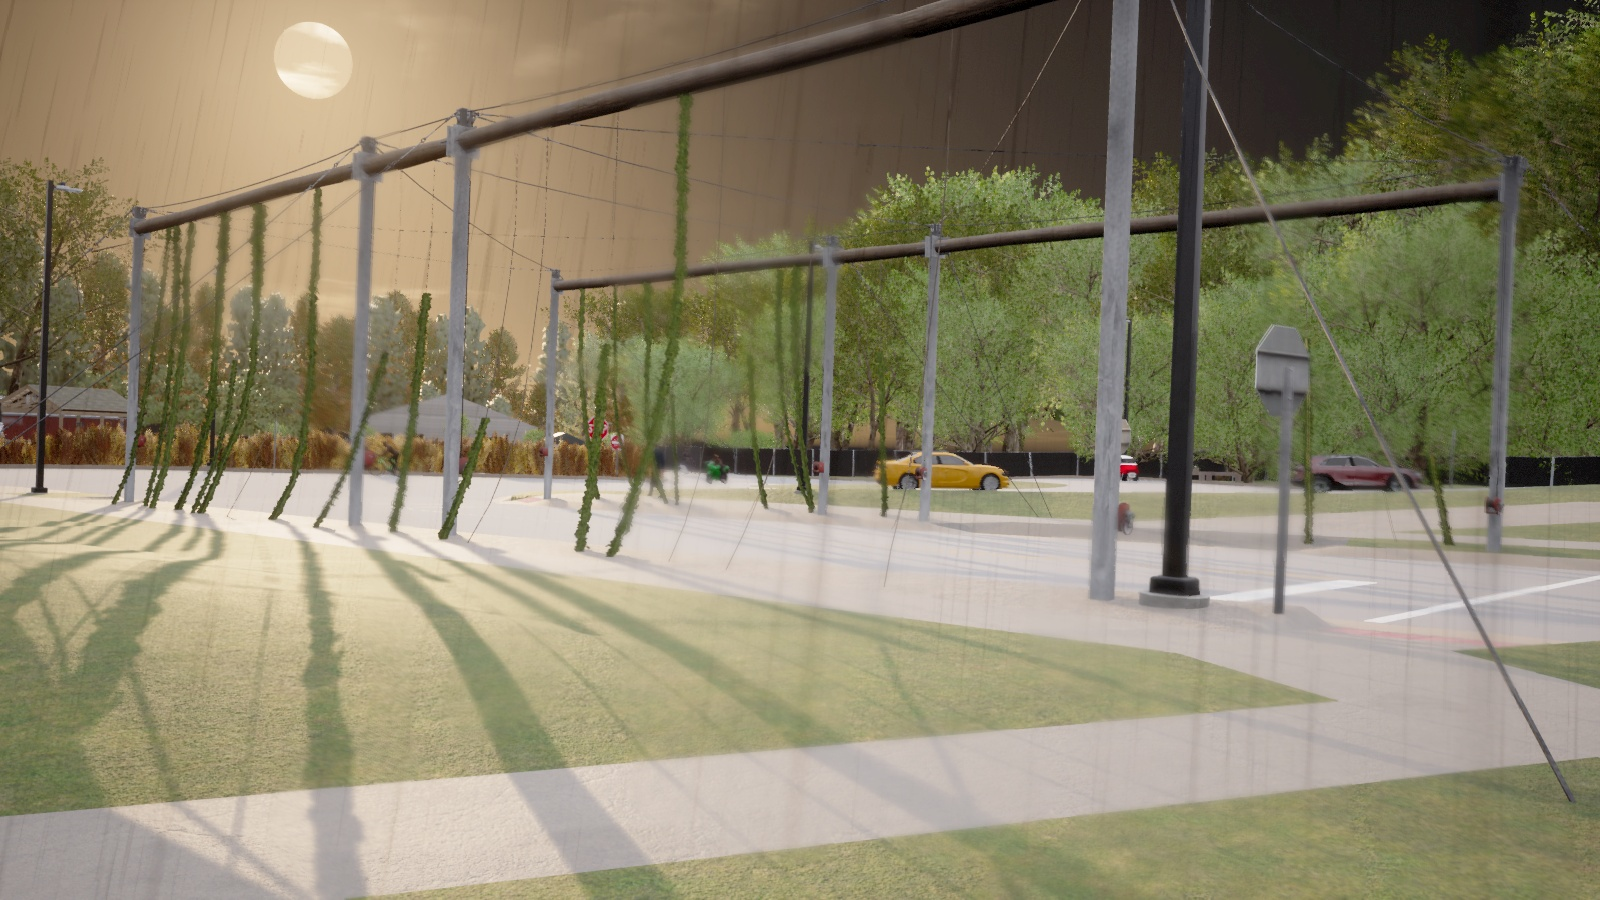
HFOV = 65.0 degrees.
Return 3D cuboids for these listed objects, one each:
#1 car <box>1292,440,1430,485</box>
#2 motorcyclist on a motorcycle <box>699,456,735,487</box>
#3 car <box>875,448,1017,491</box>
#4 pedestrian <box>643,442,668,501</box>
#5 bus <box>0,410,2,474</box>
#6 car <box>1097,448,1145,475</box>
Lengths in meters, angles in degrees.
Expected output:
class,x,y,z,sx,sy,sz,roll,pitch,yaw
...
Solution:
class,x,y,z,sx,sy,sz,roll,pitch,yaw
car,22.709,0.506,51.044,4.856,1.649,2.033,-2,-1,17
motorcyclist on a motorcycle,-4.239,1.099,64.311,0.797,1.523,2.044,1,-1,30
car,5.444,0.707,47.166,5.008,1.535,1.882,-1,0,-5
pedestrian,-4.556,0.683,39.689,0.402,1.842,0.726,1,0,-43
bus,-57.040,-0.386,79.505,10.273,4.253,3.944,-1,1,-19
car,16.813,0.579,65.853,1.481,1.376,2.207,0,1,-18
